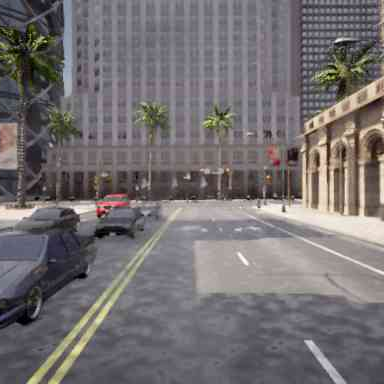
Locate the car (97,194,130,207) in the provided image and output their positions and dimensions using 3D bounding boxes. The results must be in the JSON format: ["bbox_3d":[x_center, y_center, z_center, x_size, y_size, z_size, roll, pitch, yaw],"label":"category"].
[{"bbox_3d":[-7.042,1.247,30.500,2.150,2.045,5.566,0,0,1],"label":"car"}]

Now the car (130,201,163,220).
[{"bbox_3d":[-3.559,1.500,28.345,2.128,1.511,4.902,0,0,1],"label":"car"}]

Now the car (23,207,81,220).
[{"bbox_3d":[-7.136,1.537,16.895,1.837,1.490,4.892,0,0,0],"label":"car"}]

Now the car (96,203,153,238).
[{"bbox_3d":[-3.631,1.561,17.913,2.033,1.411,5.357,0,0,0],"label":"car"}]

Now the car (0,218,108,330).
[{"bbox_3d":[-3.627,1.564,7.438,2.033,1.411,5.357,0,0,0],"label":"car"}]
